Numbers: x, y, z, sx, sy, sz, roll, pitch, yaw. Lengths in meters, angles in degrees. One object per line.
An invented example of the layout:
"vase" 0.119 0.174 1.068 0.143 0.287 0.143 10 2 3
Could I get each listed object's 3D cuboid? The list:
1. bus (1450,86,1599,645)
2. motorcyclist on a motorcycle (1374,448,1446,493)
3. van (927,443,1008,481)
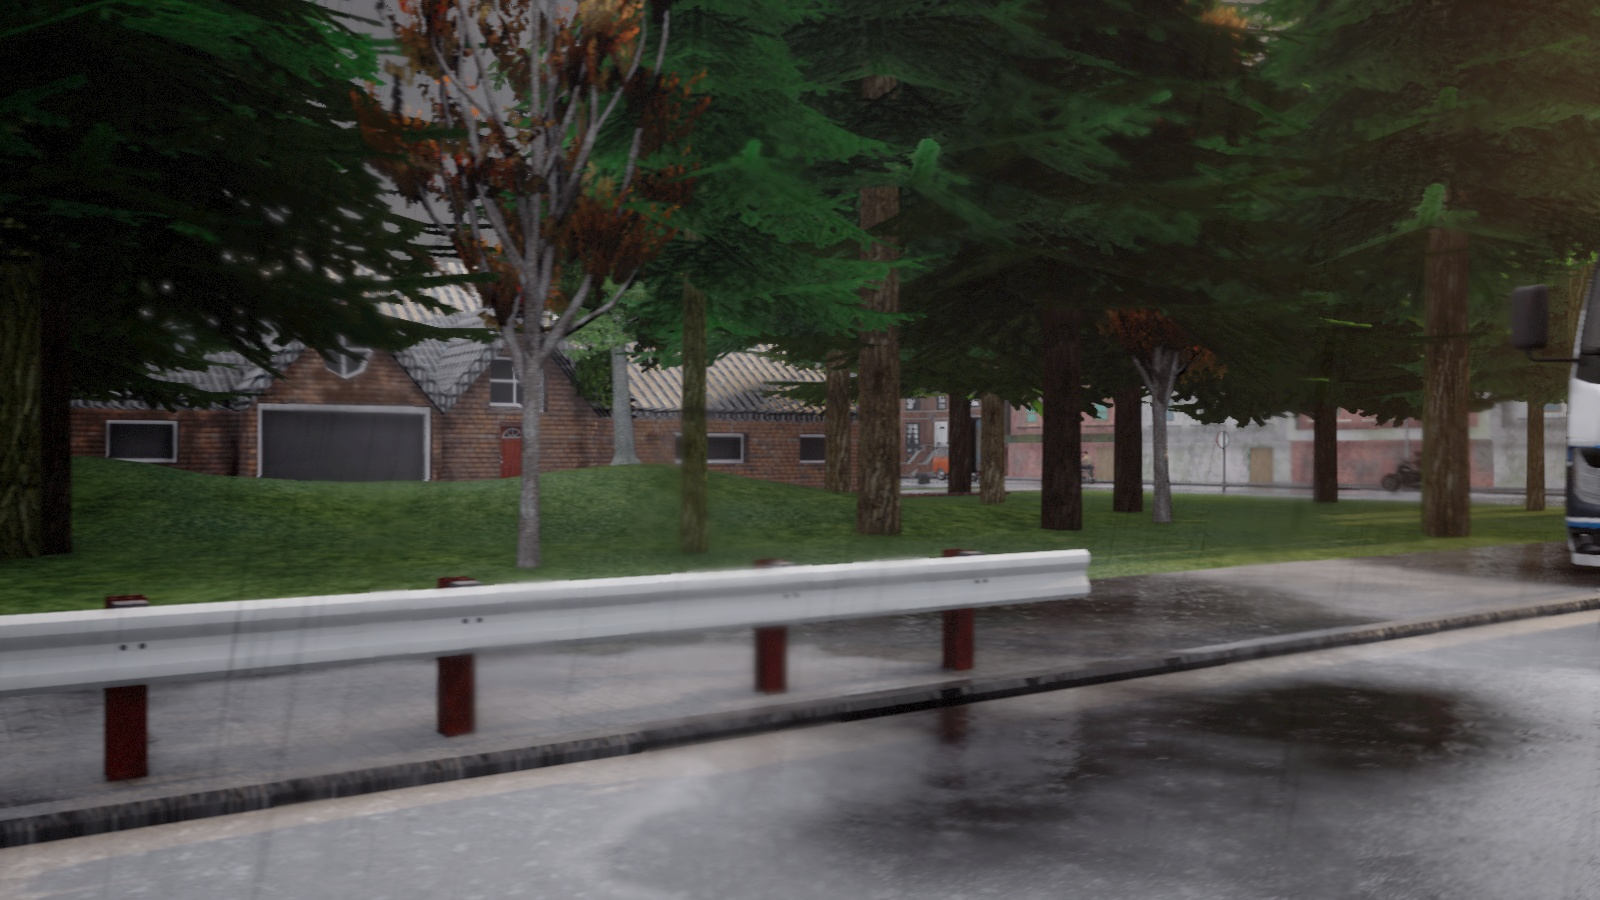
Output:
"bus" 10.781 -0.627 11.782 10.273 4.253 3.944 0 0 -35
"motorcyclist on a motorcycle" 22.893 0.757 47.150 0.766 1.649 2.350 0 0 -35
"van" 8.948 0.638 67.435 1.775 1.987 4.442 0 0 -35
